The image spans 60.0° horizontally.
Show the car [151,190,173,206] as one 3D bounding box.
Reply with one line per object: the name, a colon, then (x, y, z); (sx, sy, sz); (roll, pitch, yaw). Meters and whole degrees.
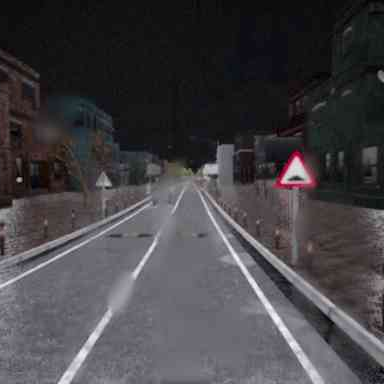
car: (-3.126, 0.591, 35.406); (1.837, 1.490, 4.892); (0, 3, 0)
